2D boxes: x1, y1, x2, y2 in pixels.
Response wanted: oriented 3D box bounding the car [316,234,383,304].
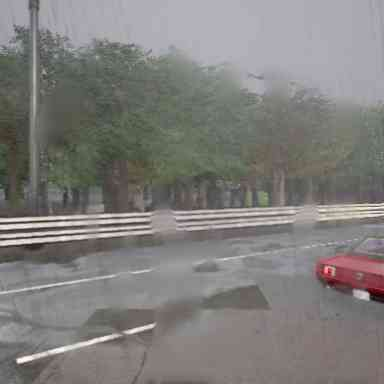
[{"bbox_3d":[4.932,1.590,7.308,4.718,1.301,1.895,0,0,-34],"label":"car"}]
